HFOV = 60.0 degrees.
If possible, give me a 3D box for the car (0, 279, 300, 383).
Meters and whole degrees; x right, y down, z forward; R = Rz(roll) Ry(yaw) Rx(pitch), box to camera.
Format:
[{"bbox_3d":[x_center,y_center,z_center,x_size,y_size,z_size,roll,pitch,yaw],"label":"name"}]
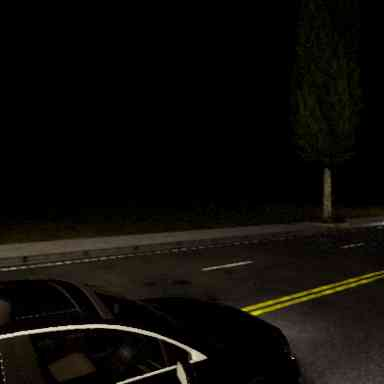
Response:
[{"bbox_3d":[-1.186,1.508,2.594,4.892,1.490,1.837,0,0,-35],"label":"car"}]
